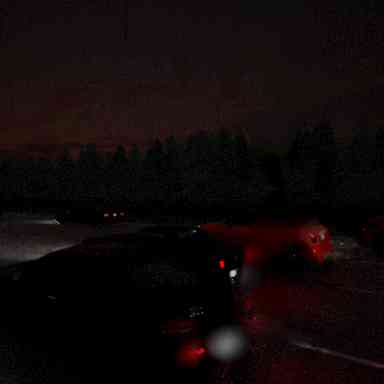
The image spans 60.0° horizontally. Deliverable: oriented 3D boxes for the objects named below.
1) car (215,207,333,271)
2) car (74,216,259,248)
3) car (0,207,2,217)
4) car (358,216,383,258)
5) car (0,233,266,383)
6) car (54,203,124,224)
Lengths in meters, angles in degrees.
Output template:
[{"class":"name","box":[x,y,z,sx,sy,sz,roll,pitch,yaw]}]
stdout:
[{"class":"car","box":[2.139,1.321,11.061,4.553,1.767,2.097,0,0,35]},{"class":"car","box":[-0.857,1.562,8.899,4.718,1.301,1.895,0,0,35]},{"class":"car","box":[-15.326,1.316,23.511,4.902,1.511,2.128,0,0,35]},{"class":"car","box":[8.520,1.225,10.813,5.566,2.045,2.150,0,0,35]},{"class":"car","box":[-1.486,1.498,5.052,4.674,1.442,1.812,0,0,35]},{"class":"car","box":[-6.732,1.426,21.682,5.357,1.411,2.033,0,0,35]}]
